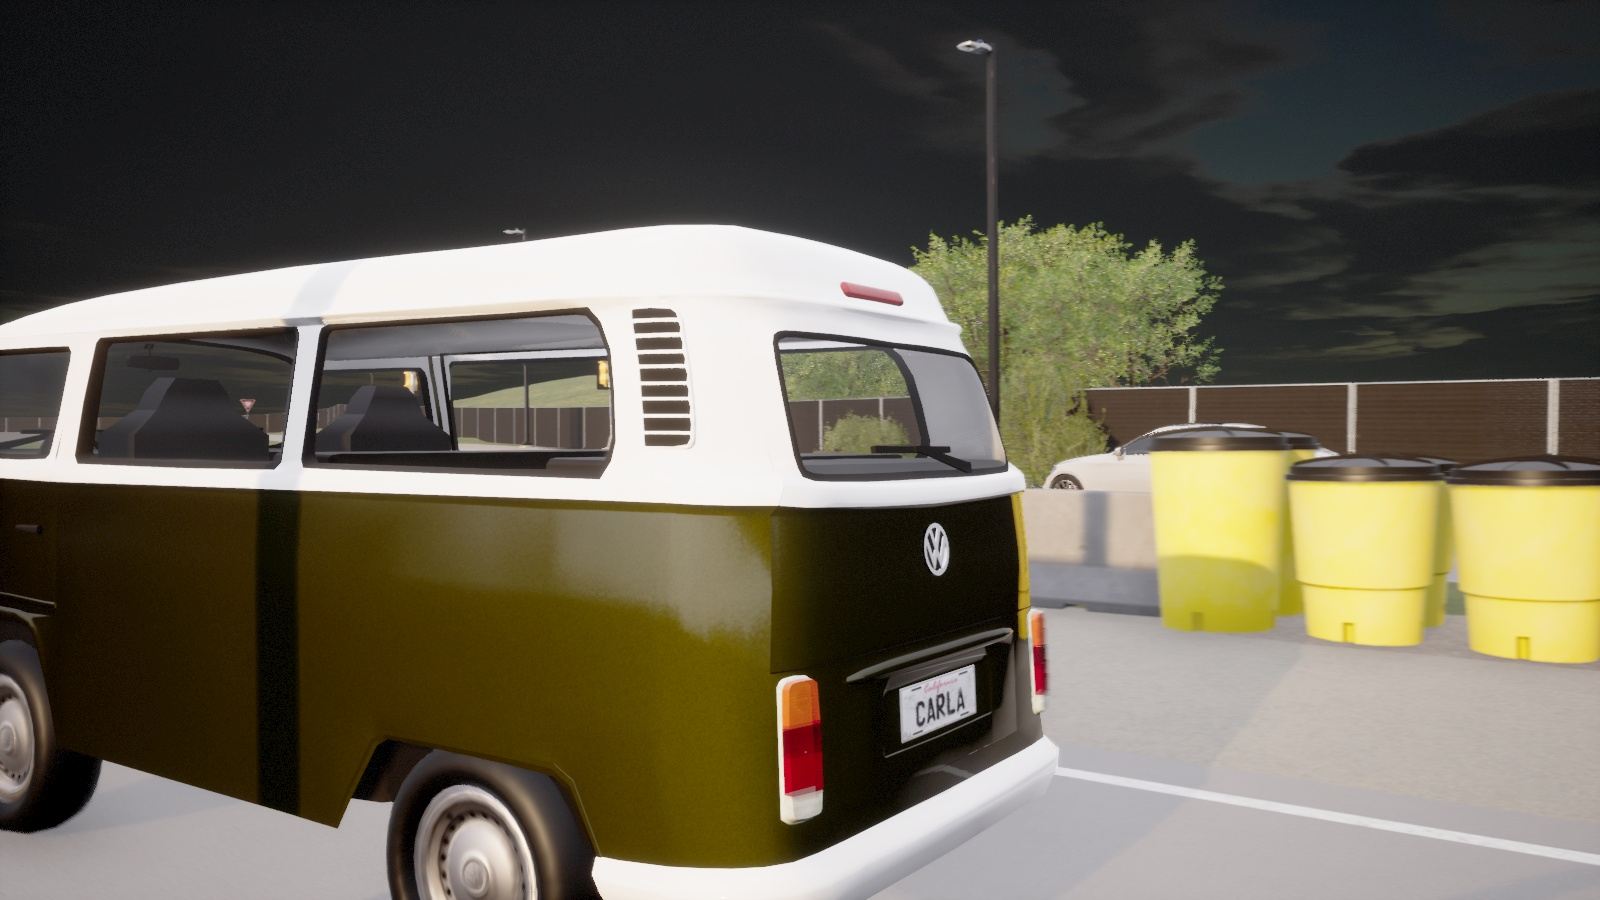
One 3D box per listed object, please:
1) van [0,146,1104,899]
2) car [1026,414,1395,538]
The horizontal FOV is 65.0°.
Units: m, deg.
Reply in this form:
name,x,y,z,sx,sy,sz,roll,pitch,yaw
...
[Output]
name,x,y,z,sx,sy,sz,roll,pitch,yaw
van,-1.430,0.407,4.568,4.480,2.038,2.069,0,1,34
car,5.414,0.253,17.207,1.812,1.442,4.674,-2,2,-34
